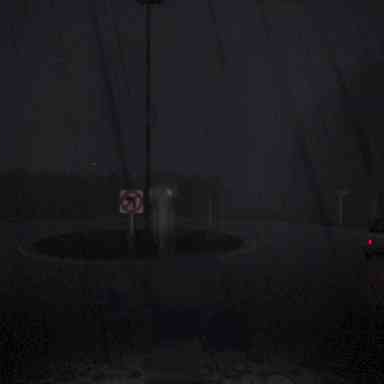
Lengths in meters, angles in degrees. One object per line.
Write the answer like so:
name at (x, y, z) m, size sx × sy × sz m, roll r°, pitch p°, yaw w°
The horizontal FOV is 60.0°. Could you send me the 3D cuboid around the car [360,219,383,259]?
car at (7.372, 1.589, 11.831) m, size 1.895 × 1.301 × 4.718 m, roll 0°, pitch 0°, yaw 35°
